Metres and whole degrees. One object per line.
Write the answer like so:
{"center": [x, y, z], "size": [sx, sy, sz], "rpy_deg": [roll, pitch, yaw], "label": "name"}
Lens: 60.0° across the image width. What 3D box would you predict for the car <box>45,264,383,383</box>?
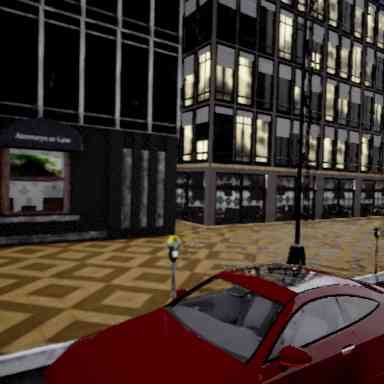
{"center": [0.732, 1.500, 3.440], "size": [4.206, 1.307, 1.802], "rpy_deg": [1, 1, -33], "label": "car"}
